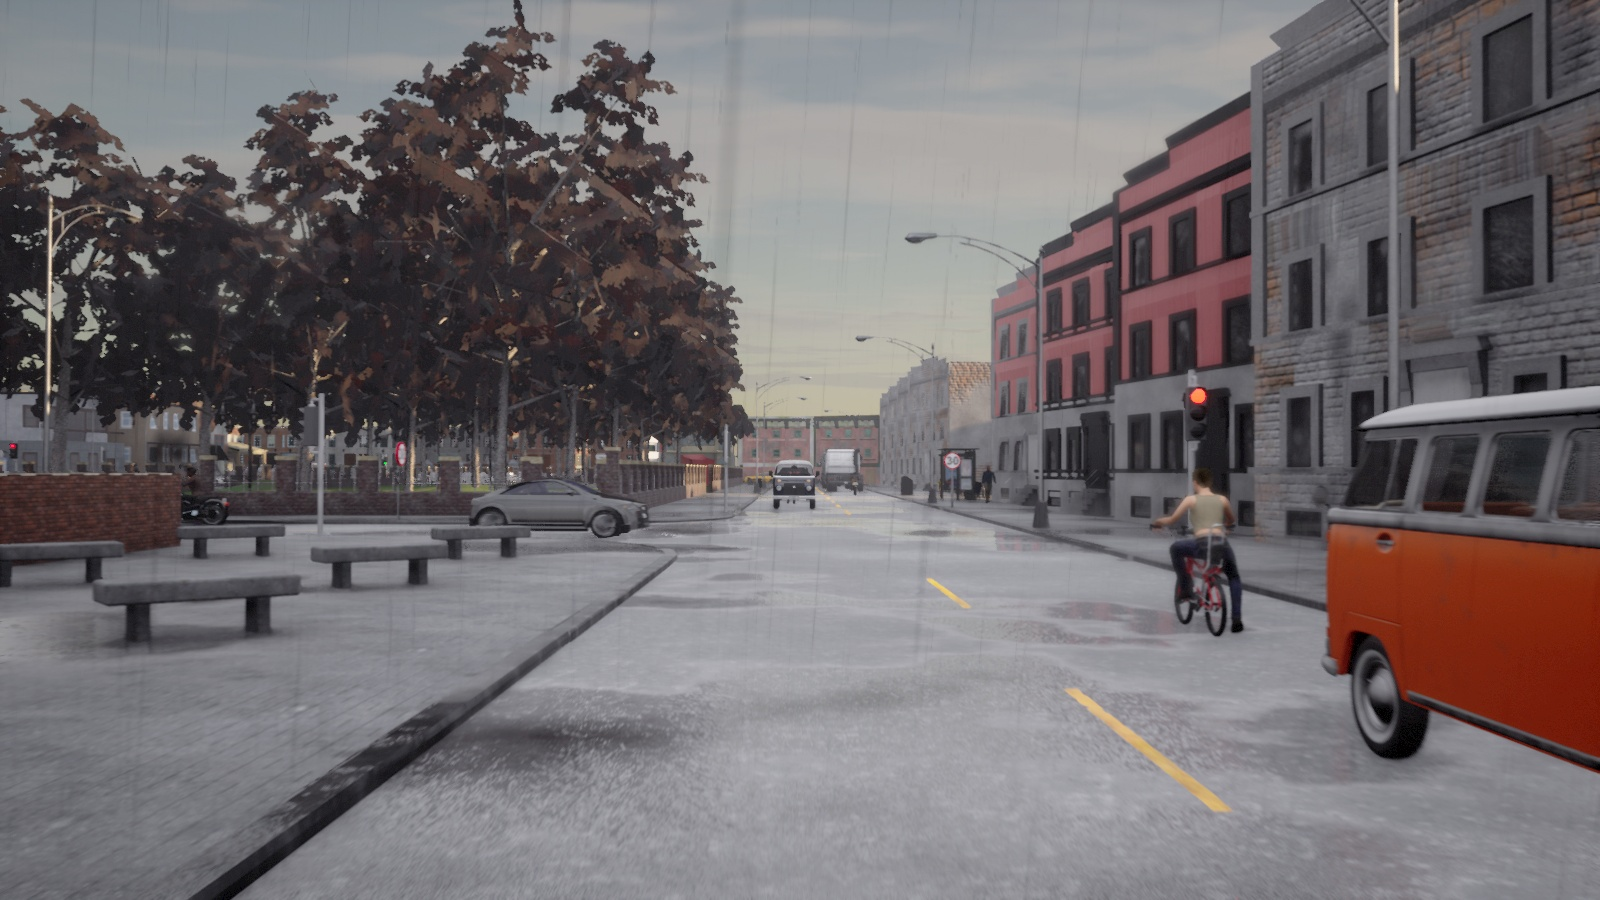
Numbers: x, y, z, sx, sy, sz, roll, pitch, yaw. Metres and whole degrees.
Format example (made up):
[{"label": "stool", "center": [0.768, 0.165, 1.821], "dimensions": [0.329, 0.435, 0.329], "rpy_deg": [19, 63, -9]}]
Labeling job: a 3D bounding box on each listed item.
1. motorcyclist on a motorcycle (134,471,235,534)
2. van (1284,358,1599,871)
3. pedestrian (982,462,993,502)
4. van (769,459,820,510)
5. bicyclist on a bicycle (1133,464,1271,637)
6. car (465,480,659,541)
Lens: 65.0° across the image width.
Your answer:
[{"label": "motorcyclist on a motorcycle", "center": [-16.633, 1.409, 33.980], "dimensions": [2.350, 1.649, 0.766], "rpy_deg": [0, -1, -2]}, {"label": "van", "center": [3.981, 0.650, 5.767], "dimensions": [1.775, 1.987, 4.442], "rpy_deg": [0, -1, 0]}, {"label": "pedestrian", "center": [8.690, 1.478, 58.156], "dimensions": [0.402, 1.842, 0.726], "rpy_deg": [0, -1, 2]}, {"label": "van", "center": [-0.229, 1.446, 53.384], "dimensions": [2.069, 2.038, 4.480], "rpy_deg": [0, -1, 0]}, {"label": "bicyclist on a bicycle", "center": [3.959, 0.948, 12.503], "dimensions": [0.866, 1.612, 1.509], "rpy_deg": [0, -1, 0]}, {"label": "car", "center": [-5.585, 1.409, 29.856], "dimensions": [4.181, 1.385, 1.994], "rpy_deg": [0, -1, 2]}]
